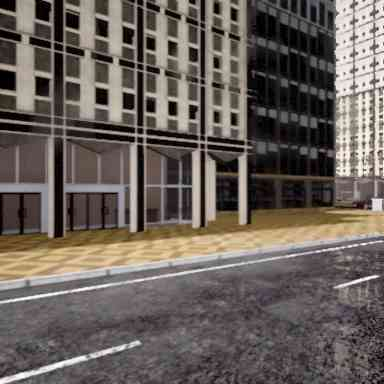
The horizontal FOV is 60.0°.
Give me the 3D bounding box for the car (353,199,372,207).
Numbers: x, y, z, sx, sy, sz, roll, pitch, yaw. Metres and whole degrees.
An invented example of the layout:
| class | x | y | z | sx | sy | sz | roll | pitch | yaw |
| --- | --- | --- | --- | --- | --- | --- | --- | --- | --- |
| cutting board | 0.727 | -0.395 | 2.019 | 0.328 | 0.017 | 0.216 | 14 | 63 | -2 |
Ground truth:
| class | x | y | z | sx | sy | sz | roll | pitch | yaw |
| --- | --- | --- | --- | --- | --- | --- | --- | --- | --- |
| car | 28.808 | 1.805 | 54.769 | 1.887 | 1.381 | 4.507 | 0 | 0 | -34 |
